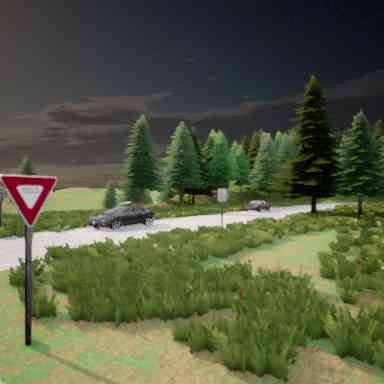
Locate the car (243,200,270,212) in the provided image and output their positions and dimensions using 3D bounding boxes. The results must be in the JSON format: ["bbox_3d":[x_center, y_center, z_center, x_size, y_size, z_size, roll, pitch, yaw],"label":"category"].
[{"bbox_3d":[7.733,1.645,39.355,1.812,1.442,4.674,0,0,35],"label":"car"}]

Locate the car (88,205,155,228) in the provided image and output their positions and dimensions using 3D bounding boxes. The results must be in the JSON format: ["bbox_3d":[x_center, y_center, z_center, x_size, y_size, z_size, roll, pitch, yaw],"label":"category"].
[{"bbox_3d":[-4.497,1.623,21.896,1.837,1.490,4.892,0,0,35],"label":"car"}]
